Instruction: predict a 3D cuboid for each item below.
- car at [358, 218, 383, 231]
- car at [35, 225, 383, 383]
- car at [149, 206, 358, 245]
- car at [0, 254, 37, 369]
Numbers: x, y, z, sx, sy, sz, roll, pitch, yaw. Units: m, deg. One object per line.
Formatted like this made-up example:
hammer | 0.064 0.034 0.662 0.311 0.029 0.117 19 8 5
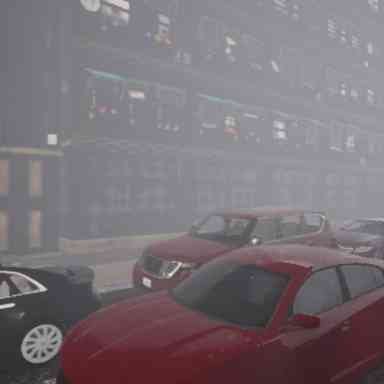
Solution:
car | 5.858 1.525 10.727 4.206 1.307 1.802 0 1 -36
car | 1.007 1.462 4.096 5.008 1.535 1.882 0 0 -36
car | 1.243 1.288 7.428 5.009 1.841 2.192 0 1 -36
car | -3.373 1.554 4.138 4.403 1.369 2.008 0 1 -36
